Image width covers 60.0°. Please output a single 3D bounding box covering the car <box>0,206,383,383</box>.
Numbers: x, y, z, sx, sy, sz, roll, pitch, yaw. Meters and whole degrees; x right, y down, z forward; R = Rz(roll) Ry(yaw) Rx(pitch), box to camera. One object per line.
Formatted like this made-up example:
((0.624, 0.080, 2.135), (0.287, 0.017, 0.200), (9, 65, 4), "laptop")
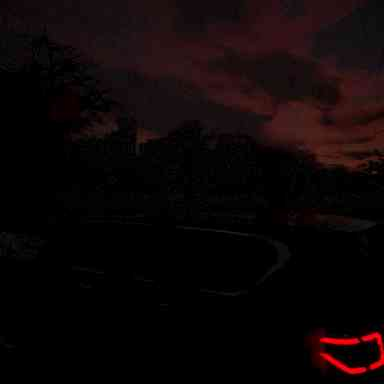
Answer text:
((-0.444, 1.207, 4.301), (5.566, 2.045, 2.150), (1, 0, 36), "car")
